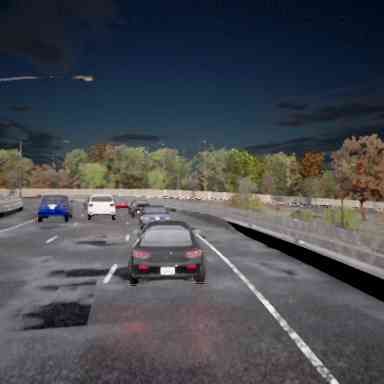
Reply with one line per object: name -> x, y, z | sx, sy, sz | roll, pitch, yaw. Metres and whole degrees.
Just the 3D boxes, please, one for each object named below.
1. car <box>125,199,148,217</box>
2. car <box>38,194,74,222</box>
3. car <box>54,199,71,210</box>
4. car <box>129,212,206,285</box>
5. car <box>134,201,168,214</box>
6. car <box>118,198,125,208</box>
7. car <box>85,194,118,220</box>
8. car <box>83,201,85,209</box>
car -> -4.930, 1.468, 31.364 | 1.837, 1.490, 4.892 | 0, 0, -16
car -> -10.747, 1.197, 26.436 | 2.150, 2.045, 5.566 | 0, 0, -16
car -> -16.677, 1.557, 42.754 | 1.895, 1.301, 4.718 | 0, 0, -24
car -> -0.697, 1.513, 9.388 | 1.812, 1.442, 4.674 | 0, 0, -5
car -> -2.377, 1.521, 20.815 | 2.033, 1.411, 5.357 | 0, 0, -11
car -> -9.598, 1.512, 44.006 | 1.994, 1.385, 4.181 | 0, 0, -23
car -> -7.741, 1.191, 28.496 | 2.150, 2.045, 5.566 | 0, 0, -15
car -> -12.868, 1.500, 42.816 | 2.033, 1.411, 5.357 | 0, 0, -24
